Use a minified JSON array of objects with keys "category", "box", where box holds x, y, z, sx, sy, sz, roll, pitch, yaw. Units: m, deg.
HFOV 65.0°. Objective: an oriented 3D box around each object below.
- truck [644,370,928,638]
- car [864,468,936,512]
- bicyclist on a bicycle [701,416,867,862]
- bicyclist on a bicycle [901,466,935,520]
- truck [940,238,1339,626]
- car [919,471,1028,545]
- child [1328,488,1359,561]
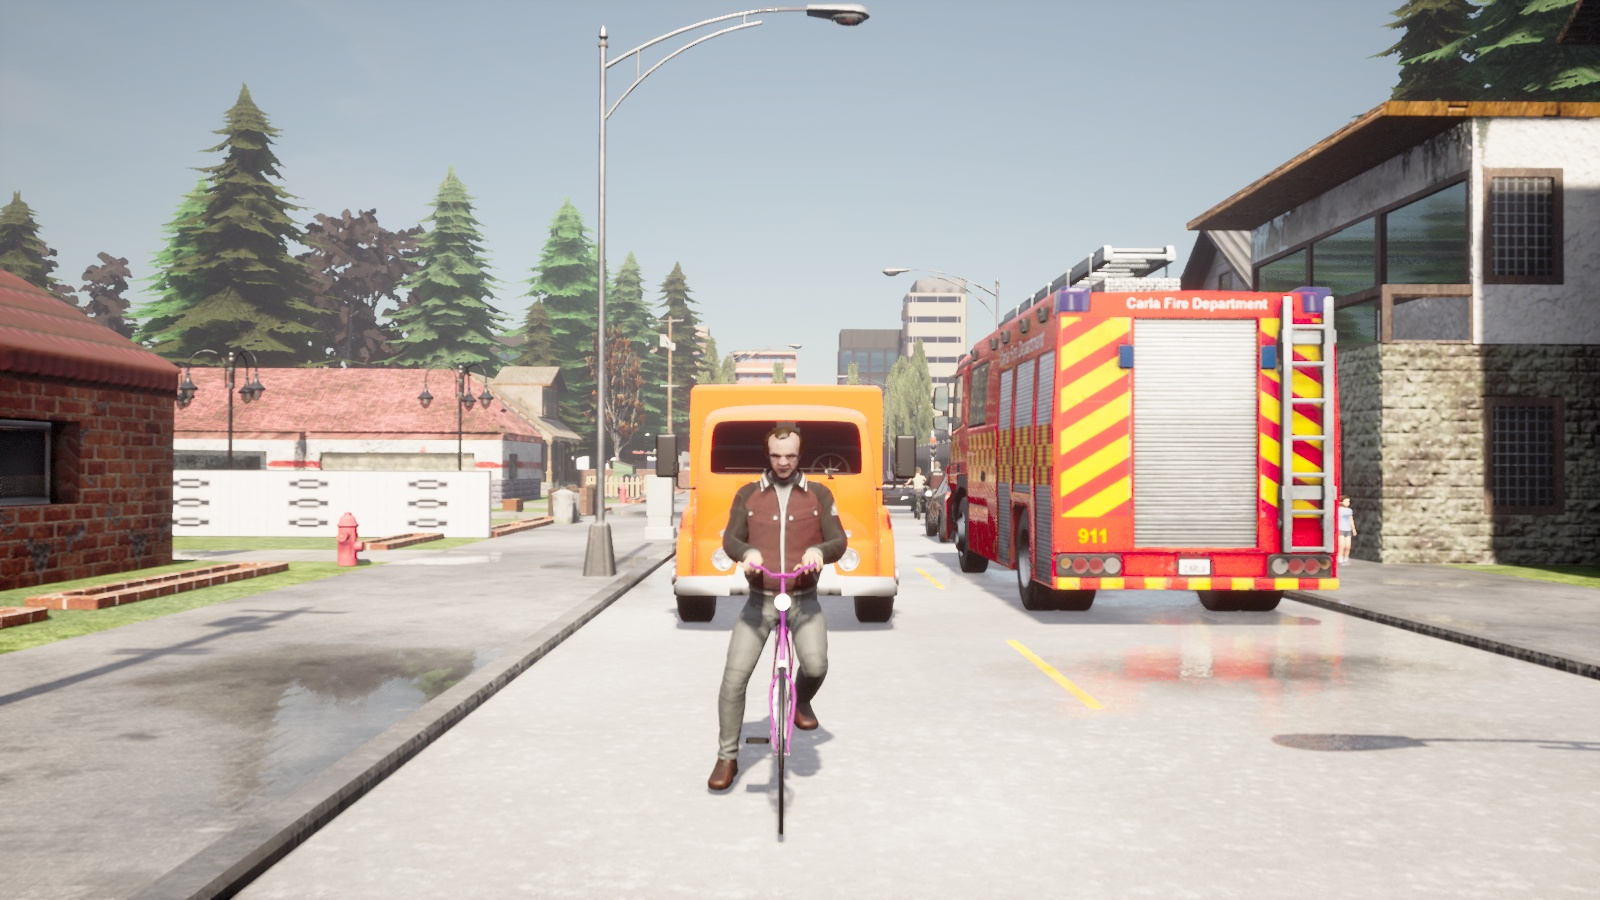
[{"category":"truck","box":[-0.155,0.534,14.247,2.627,2.467,5.204,0,-1,-1]},{"category":"car","box":[3.564,1.423,45.647,2.128,1.511,4.902,0,-1,-1]},{"category":"bicyclist on a bicycle","box":[-0.074,0.769,5.940,0.659,1.776,1.843,0,-1,-1]},{"category":"bicyclist on a bicycle","box":[3.618,1.300,38.616,0.866,1.612,1.509,0,-1,-1]},{"category":"truck","box":[3.822,-0.124,16.637,2.891,3.827,8.468,0,-1,-1]},{"category":"car","box":[3.723,1.214,27.495,1.845,1.501,3.633,0,-1,-1]},{"category":"child","box":[8.438,1.153,19.504,0.255,1.110,0.394,0,-1,-12]}]
